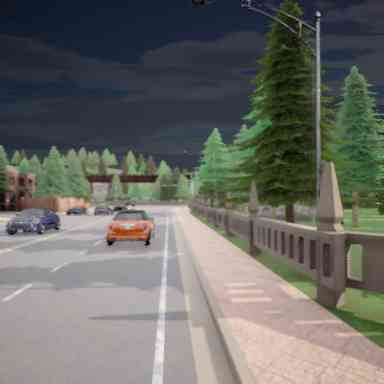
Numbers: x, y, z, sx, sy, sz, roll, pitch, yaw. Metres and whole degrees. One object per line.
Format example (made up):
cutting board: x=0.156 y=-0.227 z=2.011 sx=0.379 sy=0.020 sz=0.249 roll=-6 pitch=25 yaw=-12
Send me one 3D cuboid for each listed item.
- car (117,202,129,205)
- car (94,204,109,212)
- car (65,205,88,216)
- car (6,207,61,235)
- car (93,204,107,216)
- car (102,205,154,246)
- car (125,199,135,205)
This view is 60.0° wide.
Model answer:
car: x=-13.248 y=2.949 z=61.170 sx=1.895 sy=1.301 sz=4.718 roll=0 pitch=-1 yaw=-3
car: x=-16.791 y=2.960 z=61.905 sx=1.895 sy=1.301 sz=4.718 roll=0 pitch=-1 yaw=-3
car: x=-15.726 y=2.548 z=45.731 sx=2.033 sy=1.411 sz=5.357 roll=0 pitch=-1 yaw=-4
car: x=-10.541 y=1.840 z=22.386 sx=2.097 sy=1.767 sz=4.553 roll=0 pitch=-1 yaw=-4
car: x=-12.225 y=2.572 z=45.862 sx=1.994 sy=1.385 sz=4.181 roll=0 pitch=-1 yaw=-4
car: x=-3.156 y=1.747 z=17.763 sx=2.097 sy=1.767 sz=4.553 roll=0 pitch=-1 yaw=-4
car: x=-14.277 y=2.529 z=76.537 sx=2.150 sy=2.045 sz=5.566 roll=0 pitch=-1 yaw=-4
